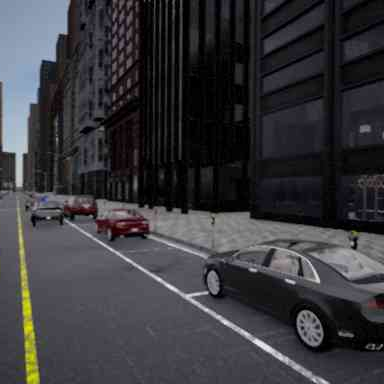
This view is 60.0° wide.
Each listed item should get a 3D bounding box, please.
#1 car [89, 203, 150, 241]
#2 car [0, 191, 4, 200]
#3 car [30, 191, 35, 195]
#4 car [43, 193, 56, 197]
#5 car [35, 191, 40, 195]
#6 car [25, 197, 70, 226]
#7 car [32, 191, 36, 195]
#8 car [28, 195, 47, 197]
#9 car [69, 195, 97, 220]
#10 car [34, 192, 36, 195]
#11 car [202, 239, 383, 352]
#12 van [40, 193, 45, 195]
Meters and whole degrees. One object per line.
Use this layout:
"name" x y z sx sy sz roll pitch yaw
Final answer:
"car" -3.474 1.460 16.117 1.887 1.381 4.507 0 0 -28
"car" -42.525 0.796 71.977 2.192 1.841 5.009 0 0 -28
"car" -37.614 0.928 80.946 1.967 1.590 4.097 0 0 -28
"car" -19.310 1.234 46.188 1.752 1.417 4.829 0 0 -28
"car" -27.109 1.055 60.999 1.967 1.590 4.097 0 0 -28
"car" -9.819 1.342 22.372 2.128 1.511 4.902 0 0 -27
"car" -32.362 1.102 70.973 2.008 1.369 4.403 0 0 -28
"car" -17.760 1.346 37.479 1.895 1.301 4.718 0 0 -27
"car" -8.725 1.159 26.089 2.192 1.841 5.009 0 0 -28
"car" -29.815 1.107 66.136 1.752 1.417 4.829 0 0 -28
"car" 1.778 1.539 6.143 2.008 1.369 4.403 0 0 -28
"van" -21.856 1.019 51.024 1.690 1.788 3.998 0 0 -28
